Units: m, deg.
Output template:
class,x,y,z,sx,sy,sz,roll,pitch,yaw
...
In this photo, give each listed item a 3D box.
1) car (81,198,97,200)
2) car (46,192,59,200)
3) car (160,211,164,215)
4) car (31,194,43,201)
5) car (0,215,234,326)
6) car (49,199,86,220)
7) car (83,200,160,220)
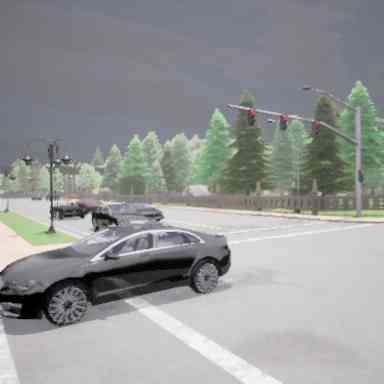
class,x,y,z,sx,sy,sz,roll,pitch,yaw
car,-10.395,1.369,33.907,1.882,1.535,5.008,-1,0,-34
car,-34.456,0.949,81.871,2.150,2.045,5.566,-1,0,-34
car,-4.007,1.429,24.422,2.033,1.411,5.357,-1,0,-34
car,-37.065,1.271,79.491,2.033,1.411,5.357,-1,0,-34
car,-1.346,1.461,7.094,4.902,1.511,2.128,-1,0,-34
car,-10.266,1.535,27.434,1.895,1.301,4.718,-1,0,-34
car,-4.001,1.416,18.178,2.128,1.511,4.902,-1,0,-34
